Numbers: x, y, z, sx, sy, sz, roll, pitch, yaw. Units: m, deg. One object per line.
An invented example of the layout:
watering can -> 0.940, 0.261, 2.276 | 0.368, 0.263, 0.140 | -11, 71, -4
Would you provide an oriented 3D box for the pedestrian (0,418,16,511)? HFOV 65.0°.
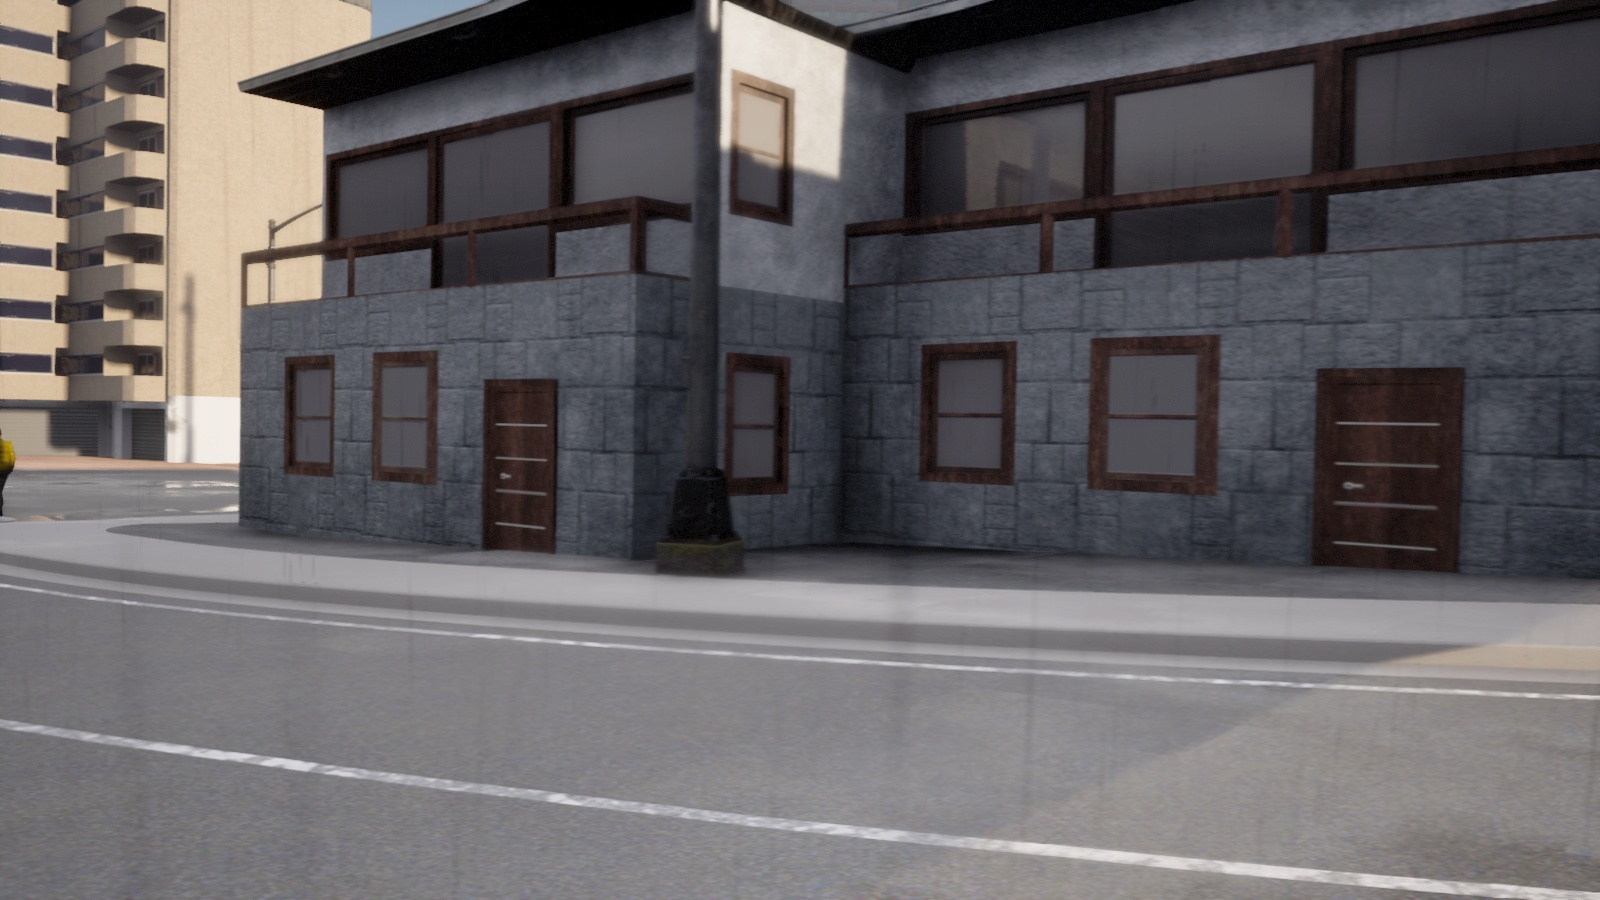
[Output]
pedestrian -> -16.060, 0.276, 25.075 | 0.709, 1.840, 0.431 | 2, 2, 36
